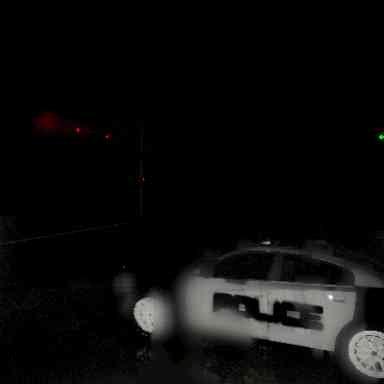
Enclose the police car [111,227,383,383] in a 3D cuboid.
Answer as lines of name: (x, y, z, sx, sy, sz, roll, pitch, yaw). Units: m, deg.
police car: (1.091, 1.425, 5.365, 5.238, 1.638, 1.930, 0, 0, 24)
